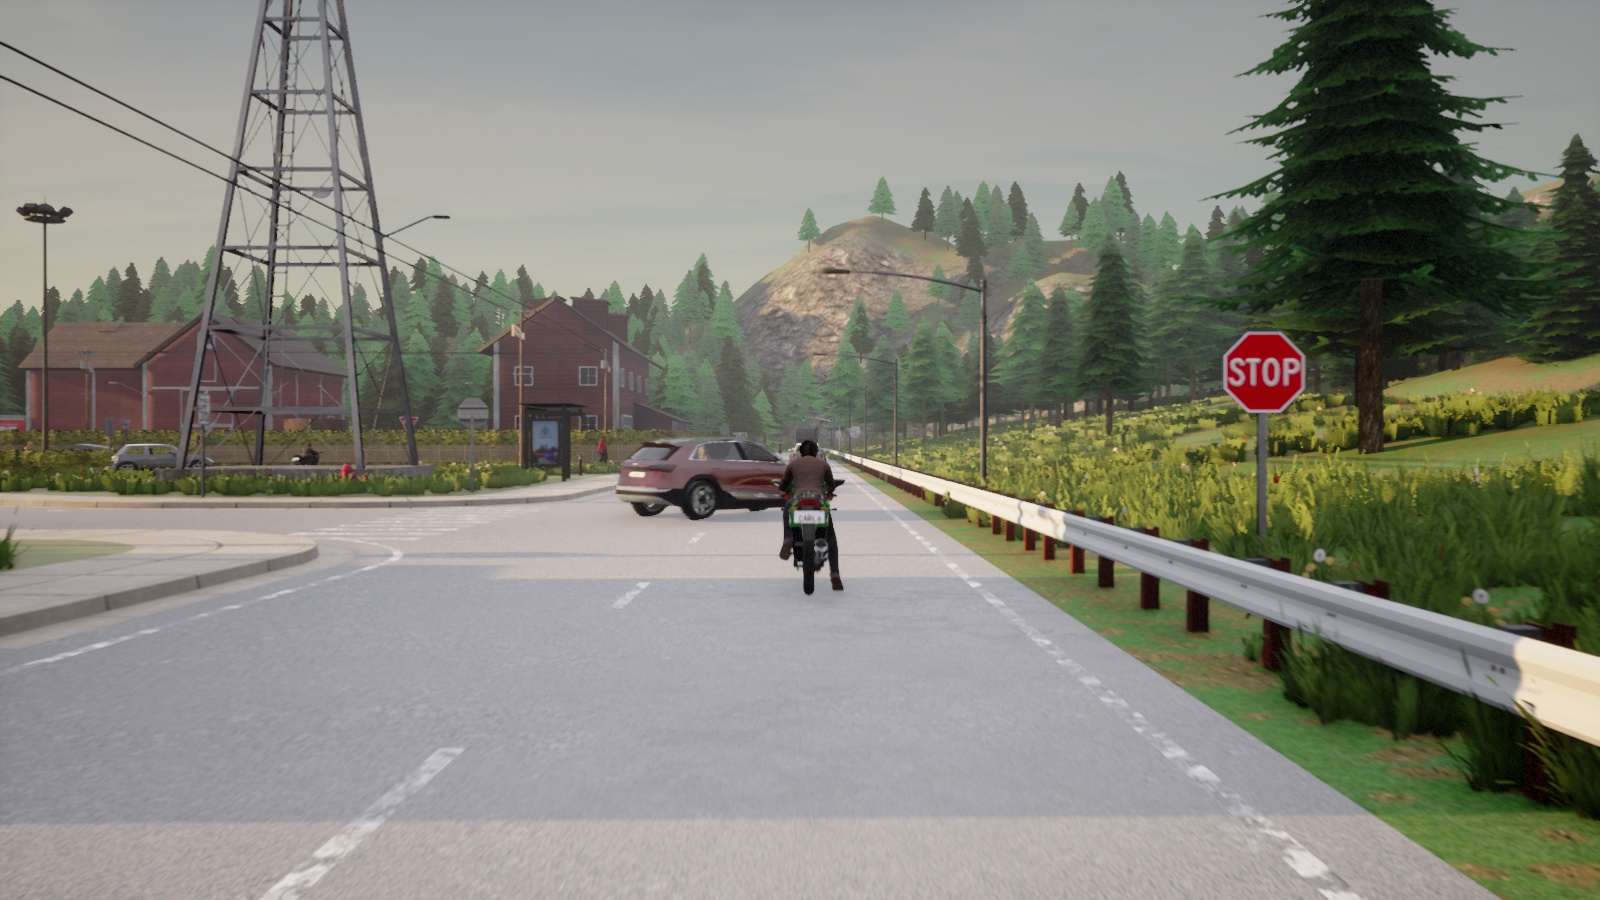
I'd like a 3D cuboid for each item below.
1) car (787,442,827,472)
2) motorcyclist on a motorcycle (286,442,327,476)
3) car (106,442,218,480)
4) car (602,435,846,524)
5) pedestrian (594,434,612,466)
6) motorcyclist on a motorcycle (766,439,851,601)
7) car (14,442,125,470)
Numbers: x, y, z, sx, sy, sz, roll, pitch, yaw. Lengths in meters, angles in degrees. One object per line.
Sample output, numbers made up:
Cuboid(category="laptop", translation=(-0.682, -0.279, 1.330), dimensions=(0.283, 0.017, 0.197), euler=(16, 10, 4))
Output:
Cuboid(category="car", translation=(0.379, 0.352, 63.852), dimensions=(1.970, 1.475, 3.806), euler=(0, 0, 0))
Cuboid(category="motorcyclist on a motorcycle", translation=(-22.449, 0.387, 57.210), dimensions=(0.797, 1.523, 2.044), euler=(0, 0, 10))
Cuboid(category="car", translation=(-25.750, 0.406, 50.683), dimensions=(3.806, 1.475, 1.970), euler=(0, 0, -34))
Cuboid(category="car", translation=(-1.478, 0.530, 25.855), dimensions=(4.856, 1.649, 2.033), euler=(0, 1, -44))
Cuboid(category="pedestrian", translation=(-11.357, -0.015, 72.301), dimensions=(0.899, 1.844, 0.634), euler=(0, 0, 7))
Cuboid(category="motorcyclist on a motorcycle", translation=(0.088, 0.656, 12.835), dimensions=(0.797, 1.523, 2.044), euler=(0, 0, 0))
Cuboid(category="car", translation=(-39.885, 0.327, 68.629), dimensions=(4.792, 1.488, 2.163), euler=(0, 0, 0))
